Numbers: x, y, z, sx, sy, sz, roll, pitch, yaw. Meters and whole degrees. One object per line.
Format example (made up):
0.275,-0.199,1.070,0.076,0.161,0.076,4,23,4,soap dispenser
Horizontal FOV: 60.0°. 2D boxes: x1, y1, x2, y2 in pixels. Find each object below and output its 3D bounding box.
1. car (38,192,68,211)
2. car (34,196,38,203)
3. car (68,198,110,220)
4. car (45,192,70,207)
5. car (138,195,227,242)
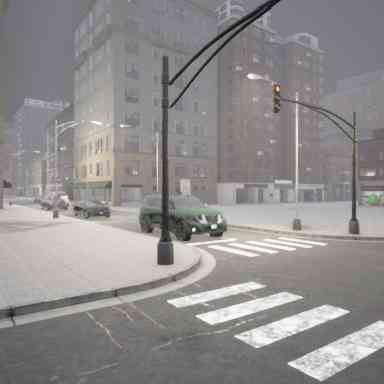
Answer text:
-15.480,1.169,37.409,2.097,1.767,4.553,0,0,-35,car
-25.510,1.269,56.495,2.033,1.411,5.357,0,0,-35,car
-8.371,1.349,27.433,1.882,1.535,5.008,0,0,-36,car
-19.532,0.988,48.135,2.150,2.045,5.566,0,0,-36,car
-0.678,1.158,16.644,2.150,2.045,5.566,0,0,-36,car
